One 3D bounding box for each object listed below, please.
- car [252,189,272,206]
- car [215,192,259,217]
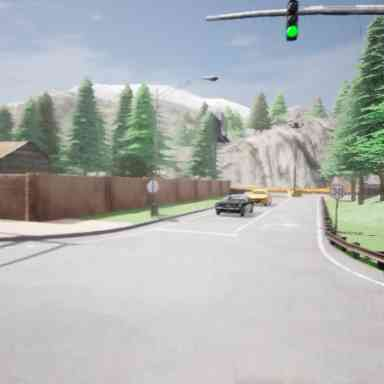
[{"bbox_3d":[6.644,0.493,32.524,1.882,1.535,5.008,2,2,21],"label":"car"},{"bbox_3d":[3.059,0.868,22.967,1.895,1.301,4.718,2,2,21],"label":"car"}]
